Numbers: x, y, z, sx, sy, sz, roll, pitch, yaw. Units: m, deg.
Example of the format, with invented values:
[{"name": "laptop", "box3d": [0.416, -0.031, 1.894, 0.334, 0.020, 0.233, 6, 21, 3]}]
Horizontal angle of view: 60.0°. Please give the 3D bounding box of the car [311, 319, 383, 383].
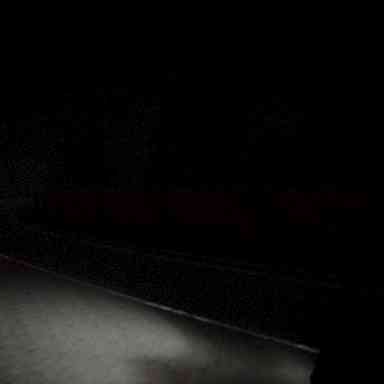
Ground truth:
[{"name": "car", "box3d": [3.212, 1.492, 1.805, 4.902, 1.511, 2.128, 0, 0, 35]}]
